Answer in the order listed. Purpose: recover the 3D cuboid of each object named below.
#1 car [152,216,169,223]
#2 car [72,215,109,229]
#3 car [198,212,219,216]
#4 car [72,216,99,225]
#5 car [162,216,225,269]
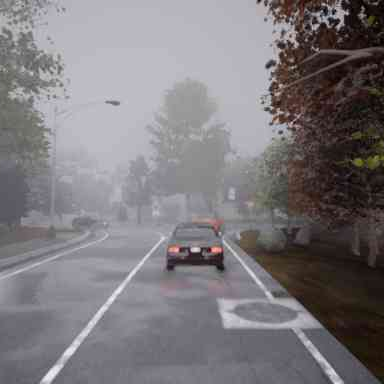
[{"bbox_3d":[-5.681,5.561,67.690,5.008,1.535,1.882,1,-5,-10],"label":"car"},{"bbox_3d":[-11.414,3.343,37.298,4.902,1.511,2.128,-3,-5,34],"label":"car"},{"bbox_3d":[1.519,2.455,27.653,2.097,1.767,4.553,-1,-4,11],"label":"car"},{"bbox_3d":[-18.350,4.934,57.368,1.812,1.442,4.674,-2,-5,23],"label":"car"},{"bbox_3d":[0.117,1.767,11.874,2.033,1.411,5.357,0,-2,1],"label":"car"}]
